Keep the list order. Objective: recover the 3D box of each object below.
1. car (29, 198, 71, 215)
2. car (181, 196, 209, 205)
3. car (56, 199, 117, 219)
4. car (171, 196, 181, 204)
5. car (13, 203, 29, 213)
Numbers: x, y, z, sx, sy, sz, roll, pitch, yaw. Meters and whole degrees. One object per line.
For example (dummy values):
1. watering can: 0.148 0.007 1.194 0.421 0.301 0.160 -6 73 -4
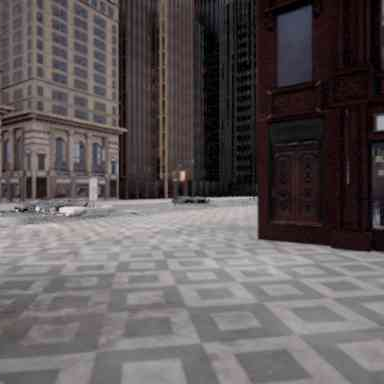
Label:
1. car: -13.215 1.396 33.455 2.128 1.511 4.902 0 0 35
2. car: 0.791 1.390 53.330 1.895 1.301 4.718 0 0 35
3. car: -8.683 1.497 28.421 1.895 1.301 4.718 0 0 35
4. car: -1.311 1.341 55.980 2.033 1.411 5.357 0 0 35
5. car: -15.899 1.461 35.289 2.033 1.411 5.357 0 0 35
